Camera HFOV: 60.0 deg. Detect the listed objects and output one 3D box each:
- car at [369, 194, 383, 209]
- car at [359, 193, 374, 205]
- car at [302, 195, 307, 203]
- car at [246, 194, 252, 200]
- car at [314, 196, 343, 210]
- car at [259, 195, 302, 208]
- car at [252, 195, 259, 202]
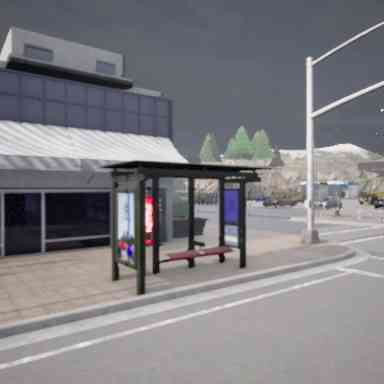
[{"bbox_3d":[23.510,1.294,39.584,4.514,1.523,2.007,0,0,-36],"label":"car"},{"bbox_3d":[27.597,1.047,51.060,4.605,1.855,1.932,0,0,-36],"label":"car"},{"bbox_3d":[20.914,1.246,61.596,4.514,1.523,2.007,0,0,-36],"label":"car"},{"bbox_3d":[14.453,1.244,83.838,5.027,1.636,2.152,0,0,-36],"label":"car"},{"bbox_3d":[15.647,1.262,38.451,3.806,1.475,1.970,0,0,-36],"label":"car"},{"bbox_3d":[11.643,1.185,43.477,5.027,1.636,2.152,0,0,-36],"label":"car"},{"bbox_3d":[15.123,1.268,69.740,3.633,1.501,1.845,0,0,-36],"label":"car"}]
